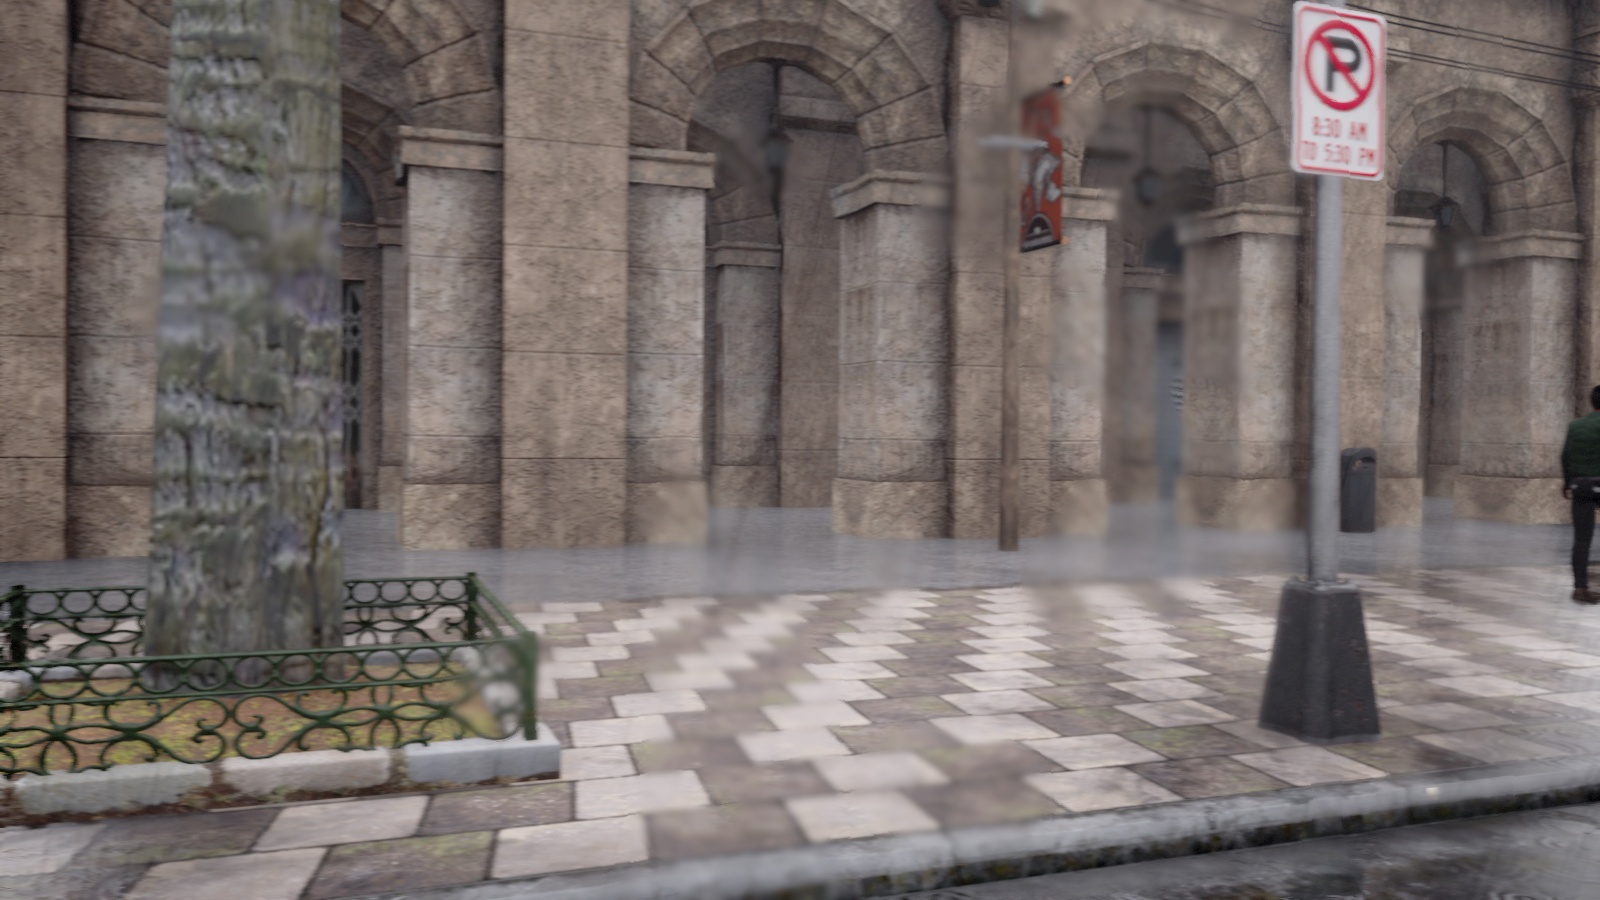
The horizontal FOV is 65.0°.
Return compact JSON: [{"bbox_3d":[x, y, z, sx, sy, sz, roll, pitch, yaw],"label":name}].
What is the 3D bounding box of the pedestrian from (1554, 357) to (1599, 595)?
[{"bbox_3d":[6.841,0.206,10.613,0.788,1.949,0.423,-1,1,-24],"label":"pedestrian"}]
